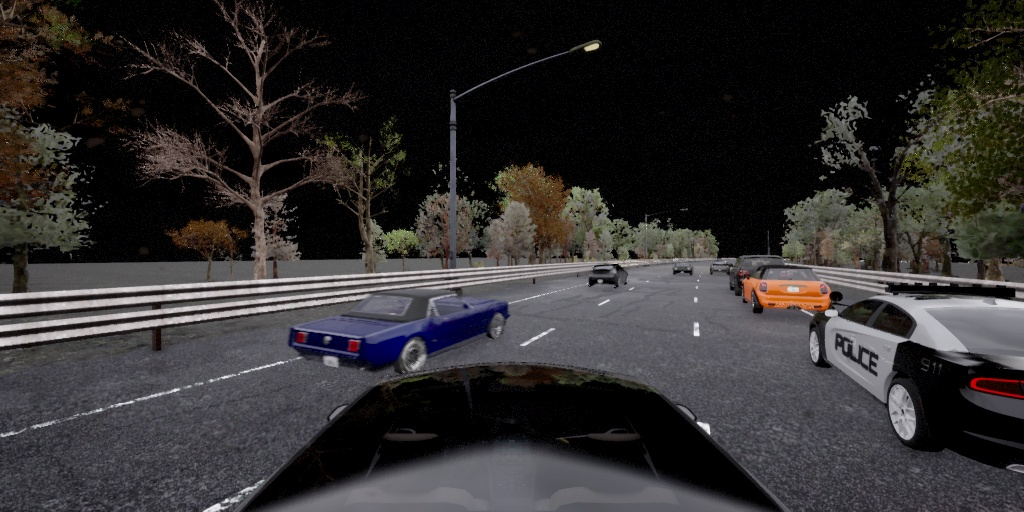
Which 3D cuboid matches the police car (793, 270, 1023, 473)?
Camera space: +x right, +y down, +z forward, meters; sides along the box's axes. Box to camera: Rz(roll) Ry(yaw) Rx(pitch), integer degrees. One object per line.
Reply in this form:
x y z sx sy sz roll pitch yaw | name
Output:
5.644 1.175 4.758 1.930 1.638 5.238 0 0 26 | police car

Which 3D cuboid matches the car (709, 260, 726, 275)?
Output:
22.659 1.262 39.088 2.128 1.511 4.902 0 0 30 | car

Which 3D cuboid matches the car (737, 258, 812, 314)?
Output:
10.035 1.102 13.446 2.097 1.767 4.553 0 0 27 | car

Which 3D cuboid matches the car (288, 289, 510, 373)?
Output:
-1.825 1.351 7.555 1.895 1.301 4.718 0 0 26 | car

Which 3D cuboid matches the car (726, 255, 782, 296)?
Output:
12.789 0.978 18.759 2.150 2.045 5.566 0 0 28 | car

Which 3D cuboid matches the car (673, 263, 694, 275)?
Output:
18.700 1.369 39.011 1.895 1.301 4.718 0 0 29 | car

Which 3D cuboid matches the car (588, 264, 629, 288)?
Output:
6.450 1.258 23.737 1.837 1.490 4.892 0 0 28 | car
